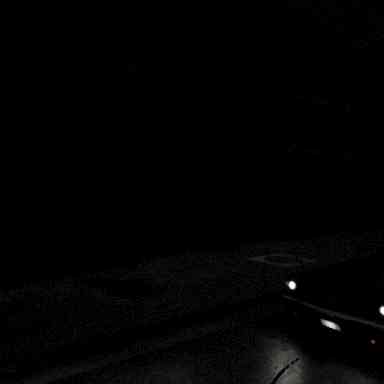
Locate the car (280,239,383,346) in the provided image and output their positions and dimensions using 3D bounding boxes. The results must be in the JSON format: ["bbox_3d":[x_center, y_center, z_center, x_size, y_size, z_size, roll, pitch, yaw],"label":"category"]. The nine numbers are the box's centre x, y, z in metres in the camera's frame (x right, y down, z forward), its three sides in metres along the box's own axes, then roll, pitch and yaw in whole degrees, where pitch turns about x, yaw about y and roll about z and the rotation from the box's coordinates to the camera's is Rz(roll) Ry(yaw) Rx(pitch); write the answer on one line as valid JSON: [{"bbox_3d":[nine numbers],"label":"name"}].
[{"bbox_3d":[3.793,1.604,6.087,4.718,1.301,1.895,0,0,-36],"label":"car"}]
